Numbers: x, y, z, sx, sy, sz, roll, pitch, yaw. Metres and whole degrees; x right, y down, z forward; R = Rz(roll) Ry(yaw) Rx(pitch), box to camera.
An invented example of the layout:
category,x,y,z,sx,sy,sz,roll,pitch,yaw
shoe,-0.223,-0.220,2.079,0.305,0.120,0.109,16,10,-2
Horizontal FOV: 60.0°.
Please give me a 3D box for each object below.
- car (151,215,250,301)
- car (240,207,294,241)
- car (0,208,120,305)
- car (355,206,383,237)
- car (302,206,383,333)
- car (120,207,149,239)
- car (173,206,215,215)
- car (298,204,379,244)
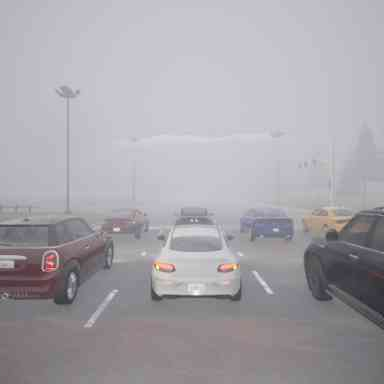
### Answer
category,x,y,z,sx,sy,sz,roll,pitch,yaw
car,0.092,1.526,8.194,1.812,1.442,4.674,0,0,0
car,3.603,1.478,16.753,1.882,1.535,5.008,0,0,0
car,-3.413,1.352,8.247,2.097,1.767,4.553,0,0,0
car,10.605,1.547,16.862,2.033,1.411,5.357,0,0,0
car,3.589,1.222,5.134,2.150,2.045,5.566,0,0,0
car,-3.396,1.526,17.286,1.812,1.442,4.674,0,0,0
car,0.103,1.505,17.281,1.837,1.490,4.892,0,0,0
car,7.106,1.478,16.785,1.882,1.535,5.008,0,0,0
